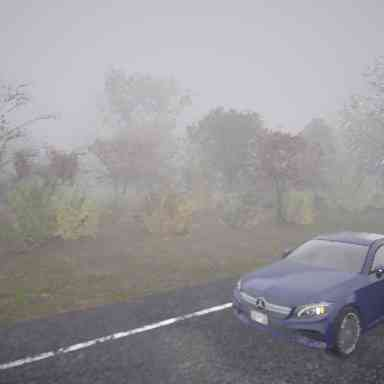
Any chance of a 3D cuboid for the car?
[{"bbox_3d":[2.827,1.506,6.090,4.674,1.442,1.812,0,0,-36],"label":"car"}]
